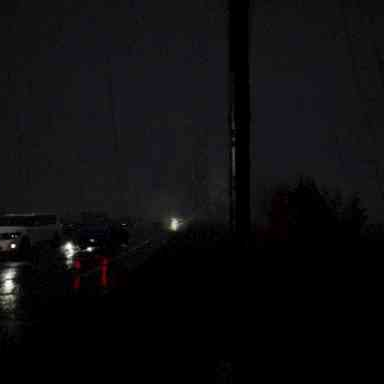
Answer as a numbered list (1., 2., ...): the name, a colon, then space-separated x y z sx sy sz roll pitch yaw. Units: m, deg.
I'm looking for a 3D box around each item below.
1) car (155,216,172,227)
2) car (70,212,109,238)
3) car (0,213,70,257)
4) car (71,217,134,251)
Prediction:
1. car: -3.871 3.955 45.449 2.033 1.411 5.357 0 -3 3
2. car: -8.323 2.655 27.501 2.150 2.045 5.566 0 -3 2
3. car: -8.743 2.102 17.320 2.150 2.045 5.566 0 -3 2
4. car: -4.990 2.476 19.508 1.882 1.535 5.008 0 -3 3
